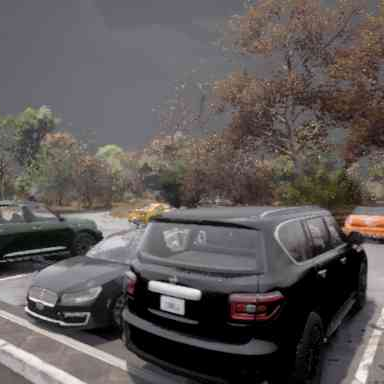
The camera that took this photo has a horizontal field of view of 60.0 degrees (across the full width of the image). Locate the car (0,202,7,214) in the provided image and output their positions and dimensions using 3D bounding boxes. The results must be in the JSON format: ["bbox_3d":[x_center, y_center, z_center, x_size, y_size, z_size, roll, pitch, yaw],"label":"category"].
[{"bbox_3d":[-25.599,2.016,40.807,2.002,1.452,4.674,-1,-1,36],"label":"car"}]

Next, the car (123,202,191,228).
[{"bbox_3d":[-2.428,1.592,24.243,2.097,1.535,5.008,-1,-1,36],"label":"car"}]

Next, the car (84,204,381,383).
[{"bbox_3d":[1.358,1.225,5.508,2.435,2.045,5.566,0,0,36],"label":"car"}]

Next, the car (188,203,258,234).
[{"bbox_3d":[2.109,1.536,21.015,2.097,1.535,5.008,-1,0,36],"label":"car"}]

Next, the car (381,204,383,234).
[{"bbox_3d":[8.887,1.352,16.131,2.185,1.767,4.553,0,0,35],"label":"car"}]

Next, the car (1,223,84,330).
[{"bbox_3d":[-0.937,1.493,7.119,2.231,1.521,4.892,0,0,36],"label":"car"}]

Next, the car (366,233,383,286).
[{"bbox_3d":[3.604,1.336,3.833,2.185,1.767,4.553,0,0,35],"label":"car"}]

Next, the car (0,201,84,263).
[{"bbox_3d":[-5.487,1.284,10.395,2.435,2.045,5.566,-1,0,36],"label":"car"}]
